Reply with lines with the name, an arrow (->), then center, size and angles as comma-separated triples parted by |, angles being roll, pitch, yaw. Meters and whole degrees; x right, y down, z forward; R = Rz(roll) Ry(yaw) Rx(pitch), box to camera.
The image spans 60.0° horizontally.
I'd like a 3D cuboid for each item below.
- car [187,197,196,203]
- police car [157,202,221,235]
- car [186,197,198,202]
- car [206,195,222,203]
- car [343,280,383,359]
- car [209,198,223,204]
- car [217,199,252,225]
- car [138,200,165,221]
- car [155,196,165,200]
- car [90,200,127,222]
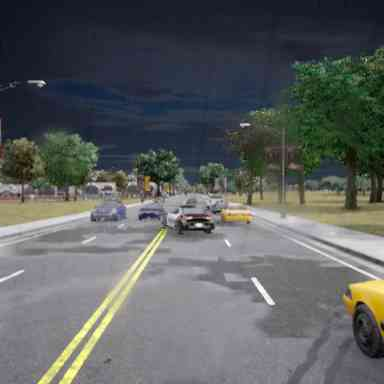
car -> -0.082, 1.802, 78.008 | 2.033, 1.411, 5.357 | 0, 0, 0
police car -> -0.355, 1.571, 19.617 | 2.038, 1.542, 4.974 | 2, -1, -18
car -> 0.001, 1.721, 63.070 | 2.128, 1.511, 4.902 | 0, 0, 0
car -> 3.201, 1.389, 46.853 | 2.150, 2.045, 5.566 | 0, 0, 0
car -> 3.247, 1.466, 3.005 | 1.801, 1.575, 5.366 | 0, 0, 0
car -> 3.212, 1.690, 35.820 | 1.994, 1.385, 4.181 | 0, 0, 0
car -> 3.224, 1.542, 25.008 | 1.801, 1.575, 5.366 | 0, 0, 0
car -> -3.380, 1.646, 28.593 | 2.033, 1.411, 5.357 | 0, 0, 0
car -> -6.572, 1.607, 68.442 | 1.994, 1.385, 4.181 | 0, 0, 0
car -> -6.628, 1.444, 26.853 | 2.097, 1.767, 4.553 | 0, 0, 0
